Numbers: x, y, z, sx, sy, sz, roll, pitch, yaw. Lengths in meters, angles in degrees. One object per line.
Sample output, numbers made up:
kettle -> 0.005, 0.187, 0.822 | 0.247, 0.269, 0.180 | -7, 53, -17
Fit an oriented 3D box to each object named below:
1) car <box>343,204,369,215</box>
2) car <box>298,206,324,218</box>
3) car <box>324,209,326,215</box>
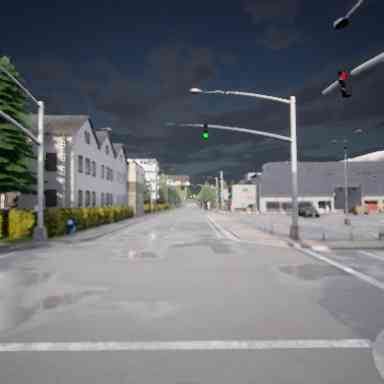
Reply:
car -> 25.645, 2.710, 52.173 | 2.152, 1.636, 5.027 | -1, -2, 0
car -> 15.562, 2.733, 44.802 | 2.007, 1.523, 4.514 | -1, -2, 0
car -> 19.229, 2.851, 51.848 | 1.970, 1.475, 3.806 | -1, -2, 0
